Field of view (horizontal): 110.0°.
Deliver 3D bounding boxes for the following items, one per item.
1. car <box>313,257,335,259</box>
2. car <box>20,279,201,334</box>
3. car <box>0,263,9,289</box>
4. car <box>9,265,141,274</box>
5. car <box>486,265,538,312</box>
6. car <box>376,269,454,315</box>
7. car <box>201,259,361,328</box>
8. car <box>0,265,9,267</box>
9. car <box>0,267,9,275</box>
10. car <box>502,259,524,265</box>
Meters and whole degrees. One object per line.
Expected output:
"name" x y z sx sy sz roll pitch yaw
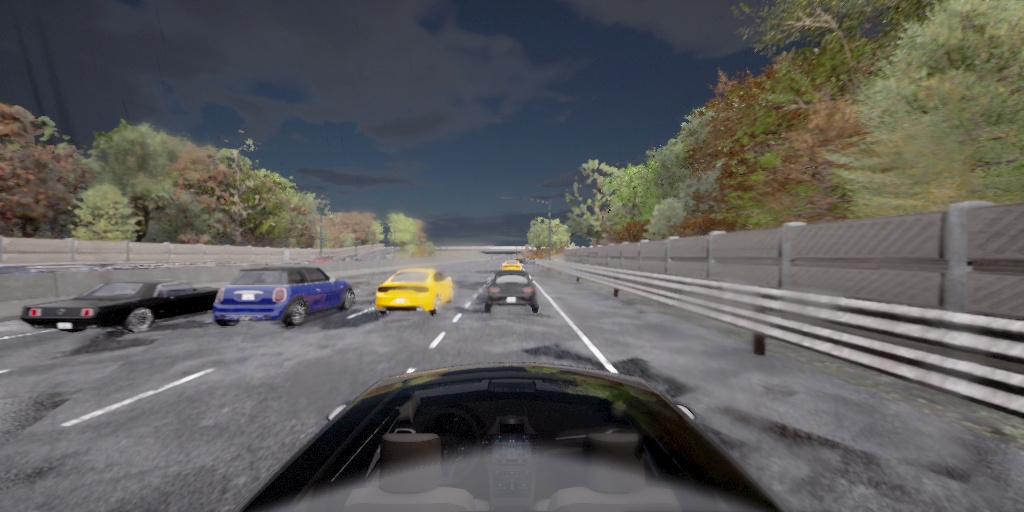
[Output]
"car" -24.546 1.217 49.085 2.128 1.511 4.902 0 1 0
"car" -10.405 1.335 10.567 1.895 1.301 4.718 0 0 0
"car" -31.601 1.201 19.326 1.882 1.535 5.008 0 0 0
"car" -21.105 1.217 18.325 2.128 1.511 4.902 0 0 0
"car" -0.011 1.256 13.988 1.812 1.442 4.674 0 0 0
"car" -3.406 1.209 13.423 1.882 1.535 5.008 0 0 0
"car" -6.908 1.085 11.516 2.097 1.767 4.553 0 0 0
"car" -28.101 1.249 19.480 1.812 1.442 4.674 0 0 0
"car" -24.605 1.325 18.535 1.895 1.301 4.718 0 0 0
"car" -0.025 1.199 36.620 1.882 1.535 5.008 0 0 0
